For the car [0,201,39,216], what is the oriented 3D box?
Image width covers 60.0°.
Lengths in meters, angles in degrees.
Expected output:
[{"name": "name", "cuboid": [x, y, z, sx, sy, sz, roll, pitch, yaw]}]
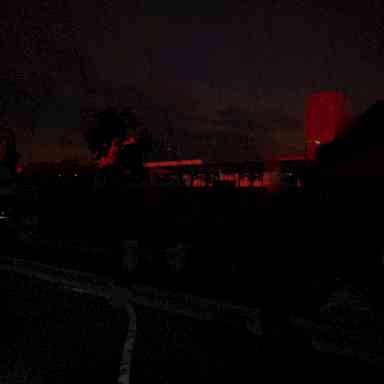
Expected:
[{"name": "car", "cuboid": [-15.832, 1.567, 32.790, 2.033, 1.411, 5.357, 0, 0, 34]}]
